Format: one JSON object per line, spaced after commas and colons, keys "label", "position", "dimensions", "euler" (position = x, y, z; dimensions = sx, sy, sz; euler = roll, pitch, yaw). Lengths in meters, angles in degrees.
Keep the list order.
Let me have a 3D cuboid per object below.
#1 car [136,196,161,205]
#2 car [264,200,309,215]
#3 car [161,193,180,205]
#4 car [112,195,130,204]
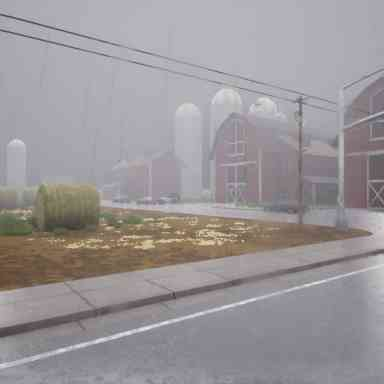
{"label": "car", "position": [-7.641, 1.480, 55.776], "dimensions": [1.812, 1.442, 4.674], "euler": [0, 0, -36]}
{"label": "car", "position": [9.283, 1.479, 32.938], "dimensions": [1.812, 1.442, 4.674], "euler": [-1, 0, -37]}
{"label": "car", "position": [-3.967, 1.118, 57.661], "dimensions": [3.866, 1.878, 1.905], "euler": [-2, 5, 11]}
{"label": "car", "position": [-13.738, 1.325, 64.023], "dimensions": [2.097, 1.767, 4.553], "euler": [0, 0, -37]}
